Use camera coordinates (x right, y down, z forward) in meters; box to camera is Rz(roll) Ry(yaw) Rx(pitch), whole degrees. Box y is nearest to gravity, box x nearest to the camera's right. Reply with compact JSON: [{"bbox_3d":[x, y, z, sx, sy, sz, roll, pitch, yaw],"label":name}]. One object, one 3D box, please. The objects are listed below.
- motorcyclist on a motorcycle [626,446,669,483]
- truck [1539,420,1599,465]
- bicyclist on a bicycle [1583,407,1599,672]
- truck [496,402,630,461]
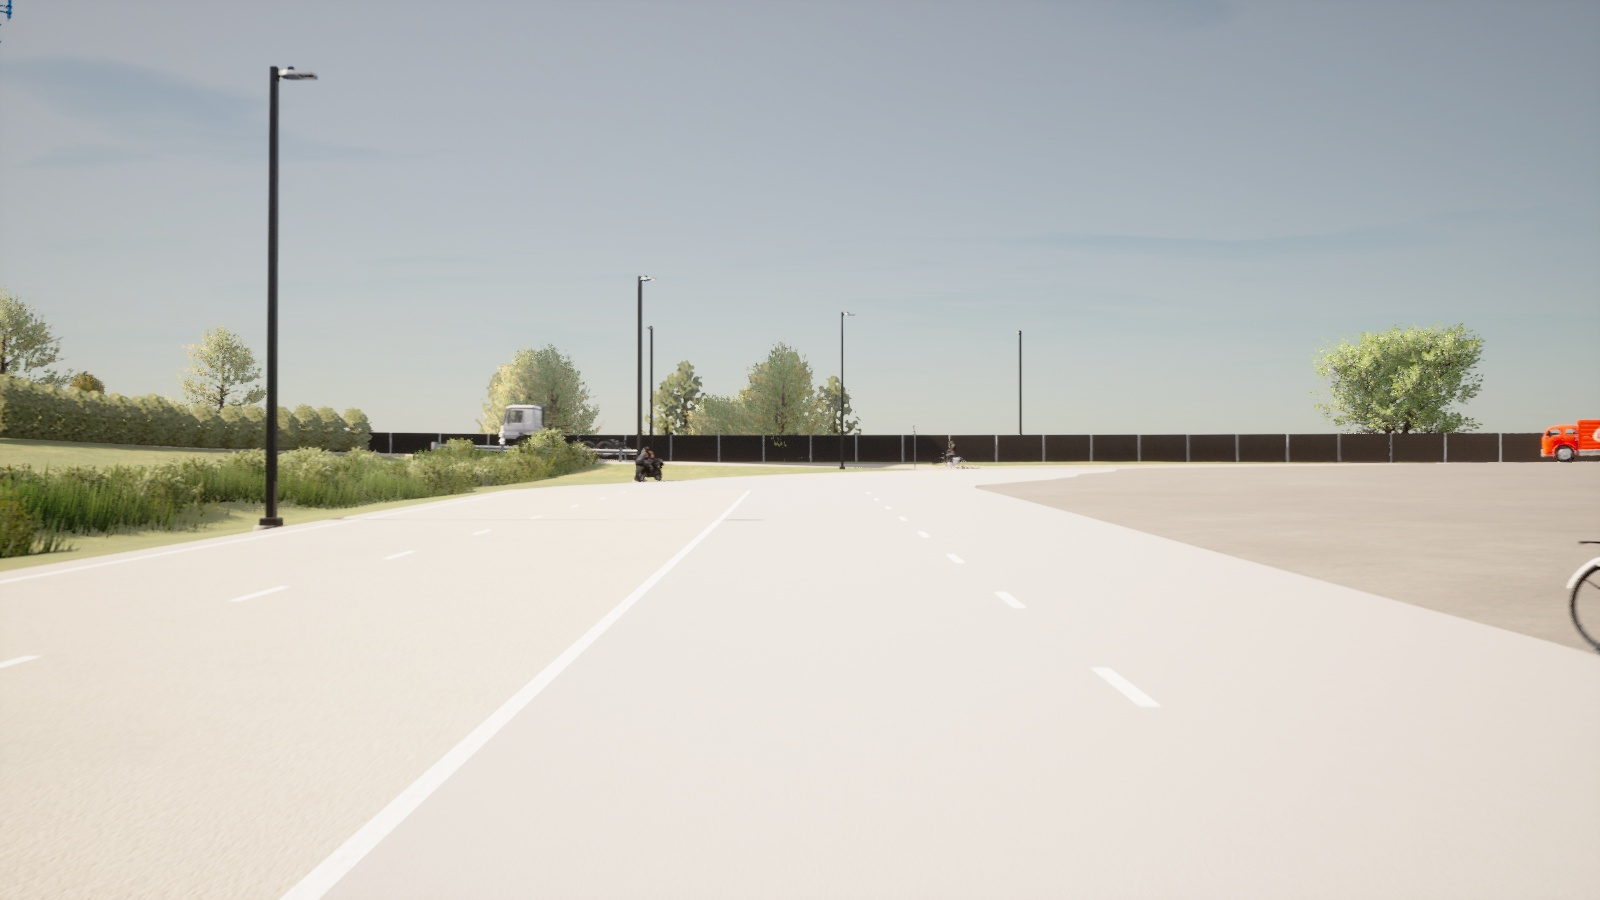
[{"bbox_3d":[-6.452,0.598,53.283,0.797,1.523,2.044,-2,0,25],"label":"motorcyclist on a motorcycle"},{"bbox_3d":[44.785,-0.440,70.855,5.204,2.467,2.627,-2,-1,29],"label":"truck"},{"bbox_3d":[6.249,0.560,8.185,1.843,1.776,0.659,-3,0,35],"label":"bicyclist on a bicycle"},{"bbox_3d":[-15.079,-1.175,80.193,7.936,3.462,2.891,1,-1,0],"label":"truck"}]
